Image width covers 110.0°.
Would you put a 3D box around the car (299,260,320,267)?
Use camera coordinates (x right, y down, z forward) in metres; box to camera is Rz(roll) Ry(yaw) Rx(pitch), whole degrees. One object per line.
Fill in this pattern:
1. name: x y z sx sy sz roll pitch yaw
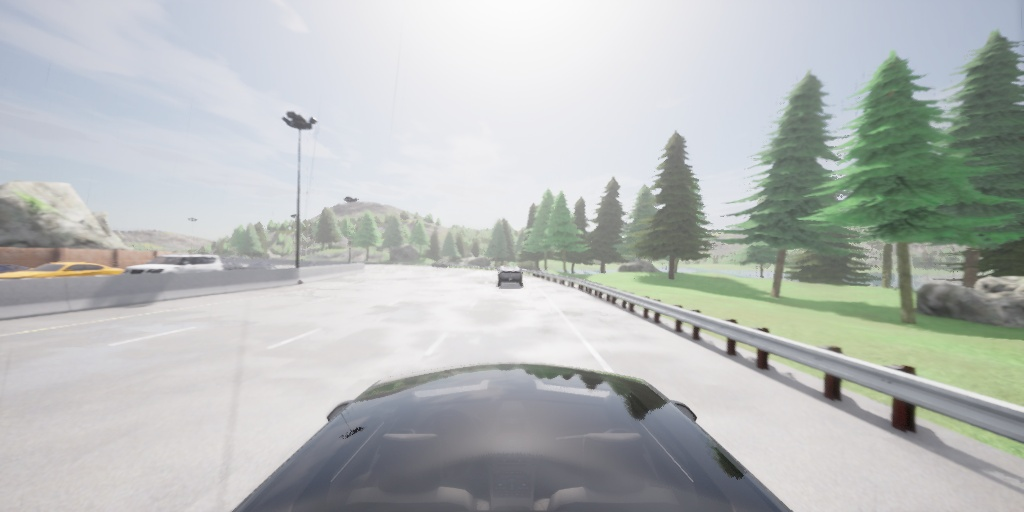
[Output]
1. car: -25.106 1.290 44.372 1.882 1.535 5.008 1 -1 -19

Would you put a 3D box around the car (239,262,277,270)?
1. car: -27.091 1.304 38.787 1.994 1.385 4.181 1 -1 -15

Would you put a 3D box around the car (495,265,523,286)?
1. car: -0.246 1.465 27.842 2.128 1.511 4.902 1 -1 -3

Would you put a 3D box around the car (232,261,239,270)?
1. car: -30.622 1.260 38.622 1.994 1.385 4.181 1 -1 -15

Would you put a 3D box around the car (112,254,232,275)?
1. car: -21.140 0.897 22.776 2.150 2.045 5.566 1 -1 -2

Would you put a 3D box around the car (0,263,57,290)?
1. car: -28.096 1.123 19.260 1.994 1.385 4.181 1 0 -1

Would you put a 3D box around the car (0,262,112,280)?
1. car: -24.598 1.083 19.745 1.882 1.535 5.008 1 -1 -1

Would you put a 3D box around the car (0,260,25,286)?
1. car: -31.578 1.001 20.047 1.882 1.535 5.008 1 0 -1
